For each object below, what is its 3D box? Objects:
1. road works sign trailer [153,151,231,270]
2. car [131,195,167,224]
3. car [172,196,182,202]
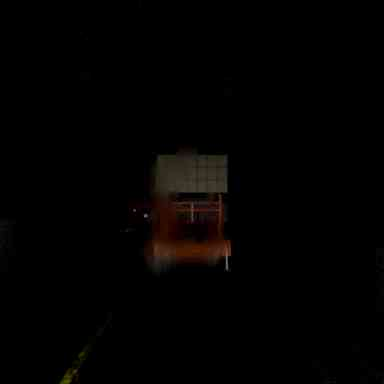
[{"bbox_3d":[0.008,0.464,10.954,2.380,3.560,2.880,0,0,0],"label":"road works sign trailer"},{"bbox_3d":[-3.082,1.228,24.966,2.150,2.045,5.566,0,0,0],"label":"car"},{"bbox_3d":[-2.966,1.569,66.603,2.128,1.511,4.902,0,0,1],"label":"car"}]
